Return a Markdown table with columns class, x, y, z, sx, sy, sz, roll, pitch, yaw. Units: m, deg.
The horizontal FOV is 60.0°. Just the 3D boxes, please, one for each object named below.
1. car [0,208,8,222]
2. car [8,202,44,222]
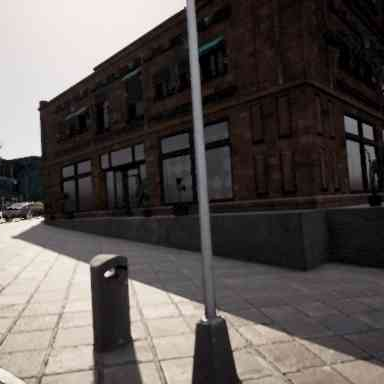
| class | x | y | z | sx | sy | sz | roll | pitch | yaw |
| --- | --- | --- | --- | --- | --- | --- | --- | --- | --- |
| car | -17.621 | 1.941 | 26.679 | 1.837 | 1.490 | 4.892 | -4 | 1 | 9 |
| car | -14.145 | 1.668 | 28.764 | 2.128 | 1.511 | 4.902 | -4 | 0 | 6 |
